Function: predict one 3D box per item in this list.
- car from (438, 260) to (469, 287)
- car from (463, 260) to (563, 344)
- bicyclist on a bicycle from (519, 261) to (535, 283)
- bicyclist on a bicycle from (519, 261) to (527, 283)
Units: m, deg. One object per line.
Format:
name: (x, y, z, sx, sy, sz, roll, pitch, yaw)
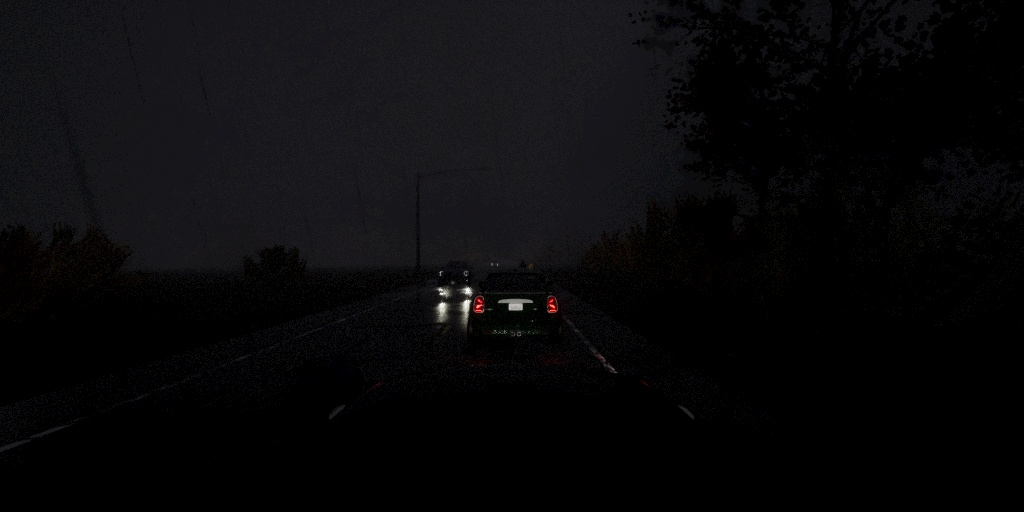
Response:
car: (-3.715, 1.094, 24.646, 2.097, 1.767, 4.553, 0, 0, 0)
car: (0.070, 1.099, 9.735, 2.097, 1.767, 4.553, 0, 0, 0)
bicyclist on a bicycle: (0.899, 1.181, 17.079, 0.866, 1.612, 1.509, 0, 0, 0)
bicyclist on a bicycle: (0.833, 1.193, 27.196, 0.582, 1.620, 1.656, 0, 0, 0)
